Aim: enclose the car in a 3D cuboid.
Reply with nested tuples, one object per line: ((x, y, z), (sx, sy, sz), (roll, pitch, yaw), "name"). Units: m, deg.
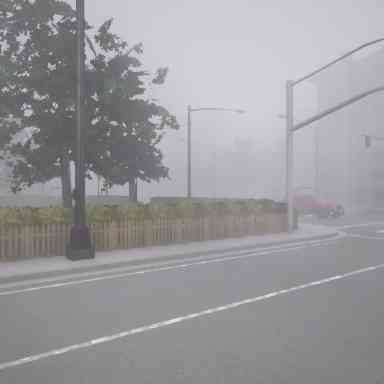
((10.330, 1.220, 28.895), (2.150, 2.045, 5.566), (0, 0, -35), "car")
